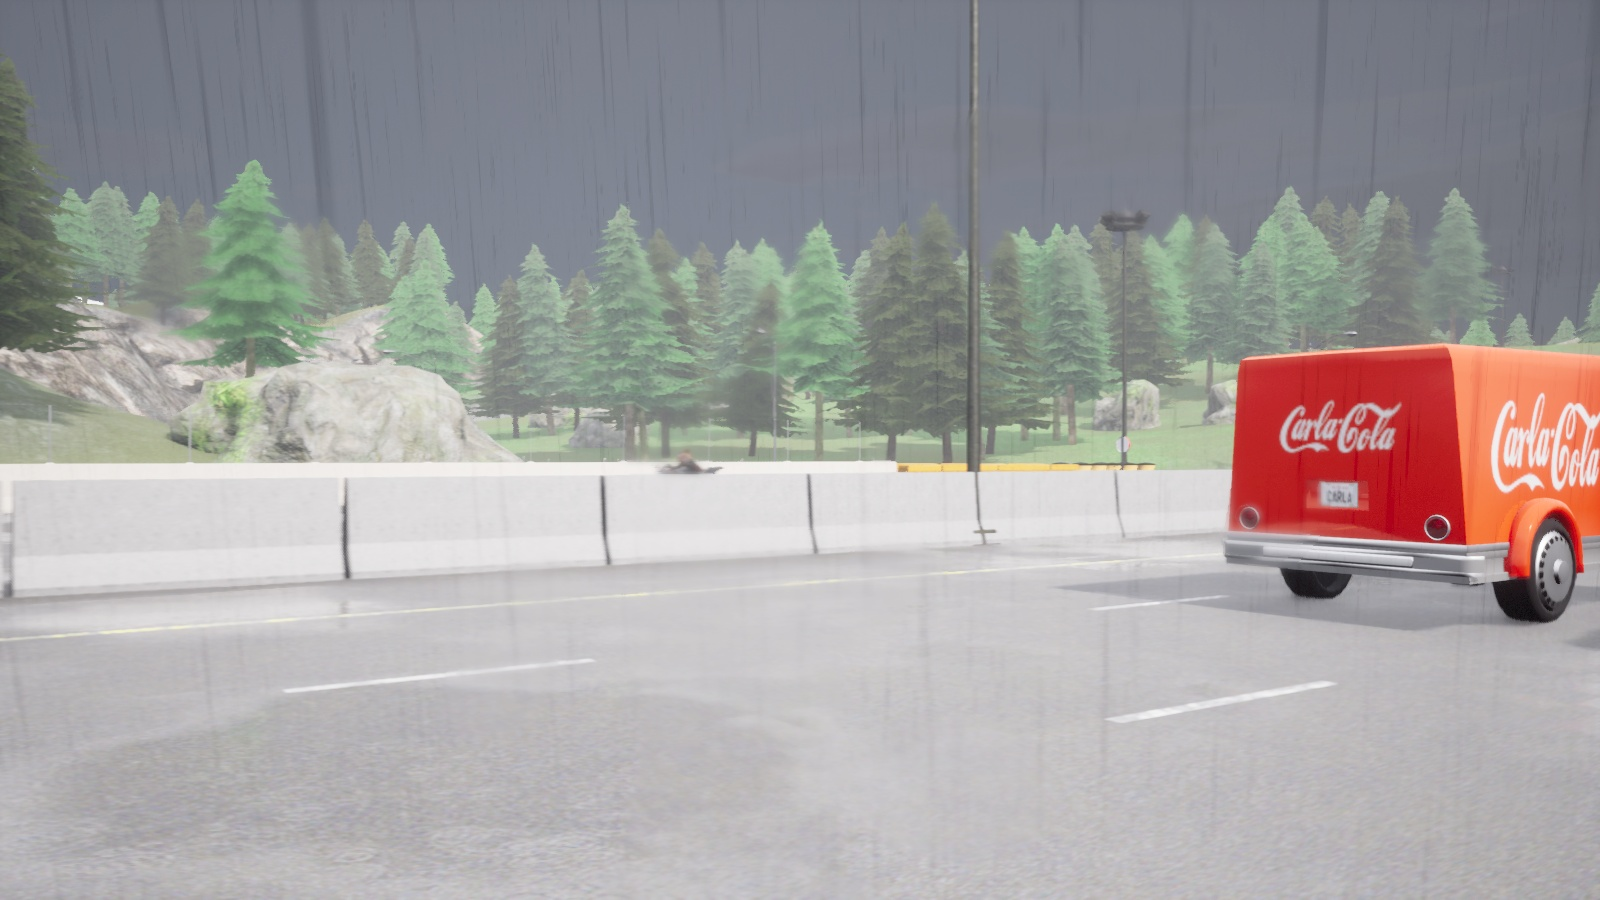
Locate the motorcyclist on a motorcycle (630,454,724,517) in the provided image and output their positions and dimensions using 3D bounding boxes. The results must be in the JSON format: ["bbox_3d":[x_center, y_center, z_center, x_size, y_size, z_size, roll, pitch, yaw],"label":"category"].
[{"bbox_3d":[-3.070,0.863,31.372,2.191,1.530,0.866,0,0,-35],"label":"motorcyclist on a motorcycle"}]

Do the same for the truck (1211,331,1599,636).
[{"bbox_3d":[6.923,0.275,12.744,5.204,2.467,2.627,0,0,-35],"label":"truck"}]
